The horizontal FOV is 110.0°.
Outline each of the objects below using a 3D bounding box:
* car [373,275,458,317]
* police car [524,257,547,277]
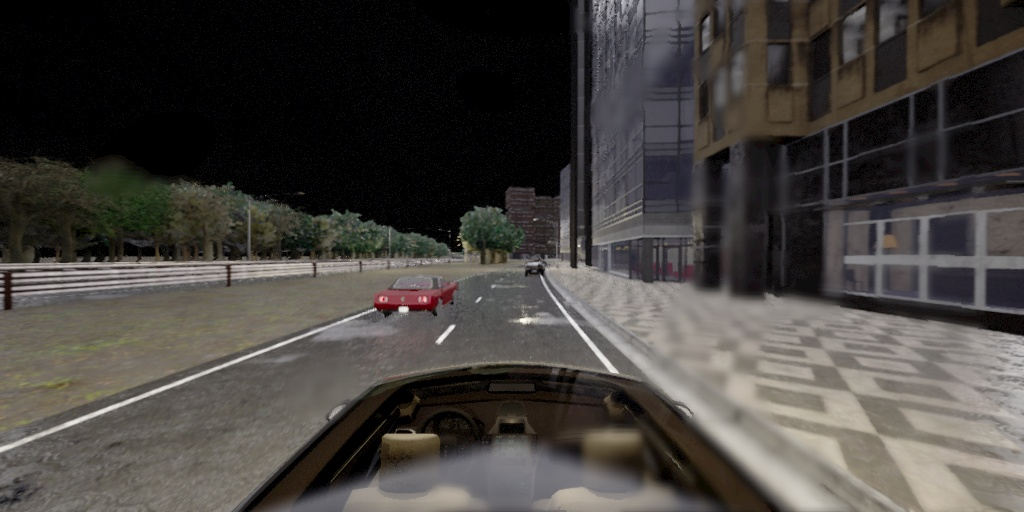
[{"bbox_3d":[-3.243,1.354,13.138,1.895,1.301,4.718,0,0,1],"label":"car"},{"bbox_3d":[2.292,1.223,36.428,1.930,1.638,5.238,0,0,4],"label":"police car"}]
